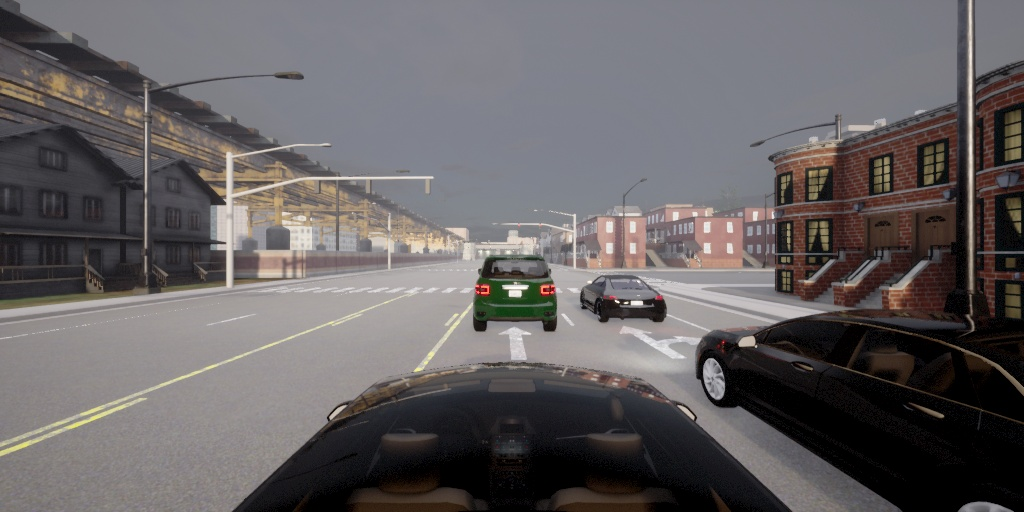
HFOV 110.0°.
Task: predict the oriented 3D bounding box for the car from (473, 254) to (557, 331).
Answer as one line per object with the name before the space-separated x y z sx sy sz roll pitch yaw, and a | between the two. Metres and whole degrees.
car | 0.086 0.971 11.066 2.150 2.045 5.566 0 0 0

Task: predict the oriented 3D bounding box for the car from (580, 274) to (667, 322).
car | 3.586 1.314 12.235 1.994 1.385 4.181 0 0 1

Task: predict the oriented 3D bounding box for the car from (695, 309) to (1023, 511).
car | 3.599 1.255 3.323 1.837 1.490 4.892 0 0 0
